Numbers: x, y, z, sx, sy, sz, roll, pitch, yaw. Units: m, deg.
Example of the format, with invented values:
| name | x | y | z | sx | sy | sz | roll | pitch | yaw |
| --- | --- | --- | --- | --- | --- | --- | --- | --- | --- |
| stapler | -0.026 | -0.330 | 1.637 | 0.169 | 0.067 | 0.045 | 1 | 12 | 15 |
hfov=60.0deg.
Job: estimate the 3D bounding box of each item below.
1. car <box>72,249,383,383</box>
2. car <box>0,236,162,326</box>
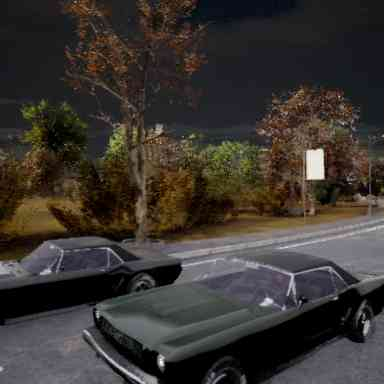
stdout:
| name | x | y | z | sx | sy | sz | roll | pitch | yaw |
| --- | --- | --- | --- | --- | --- | --- | --- | --- | --- |
| car | 0.970 | 1.615 | 4.864 | 4.718 | 1.301 | 1.895 | 0 | 0 | -38 |
| car | -2.602 | 1.625 | 6.545 | 4.718 | 1.301 | 1.895 | 0 | 0 | -37 |
